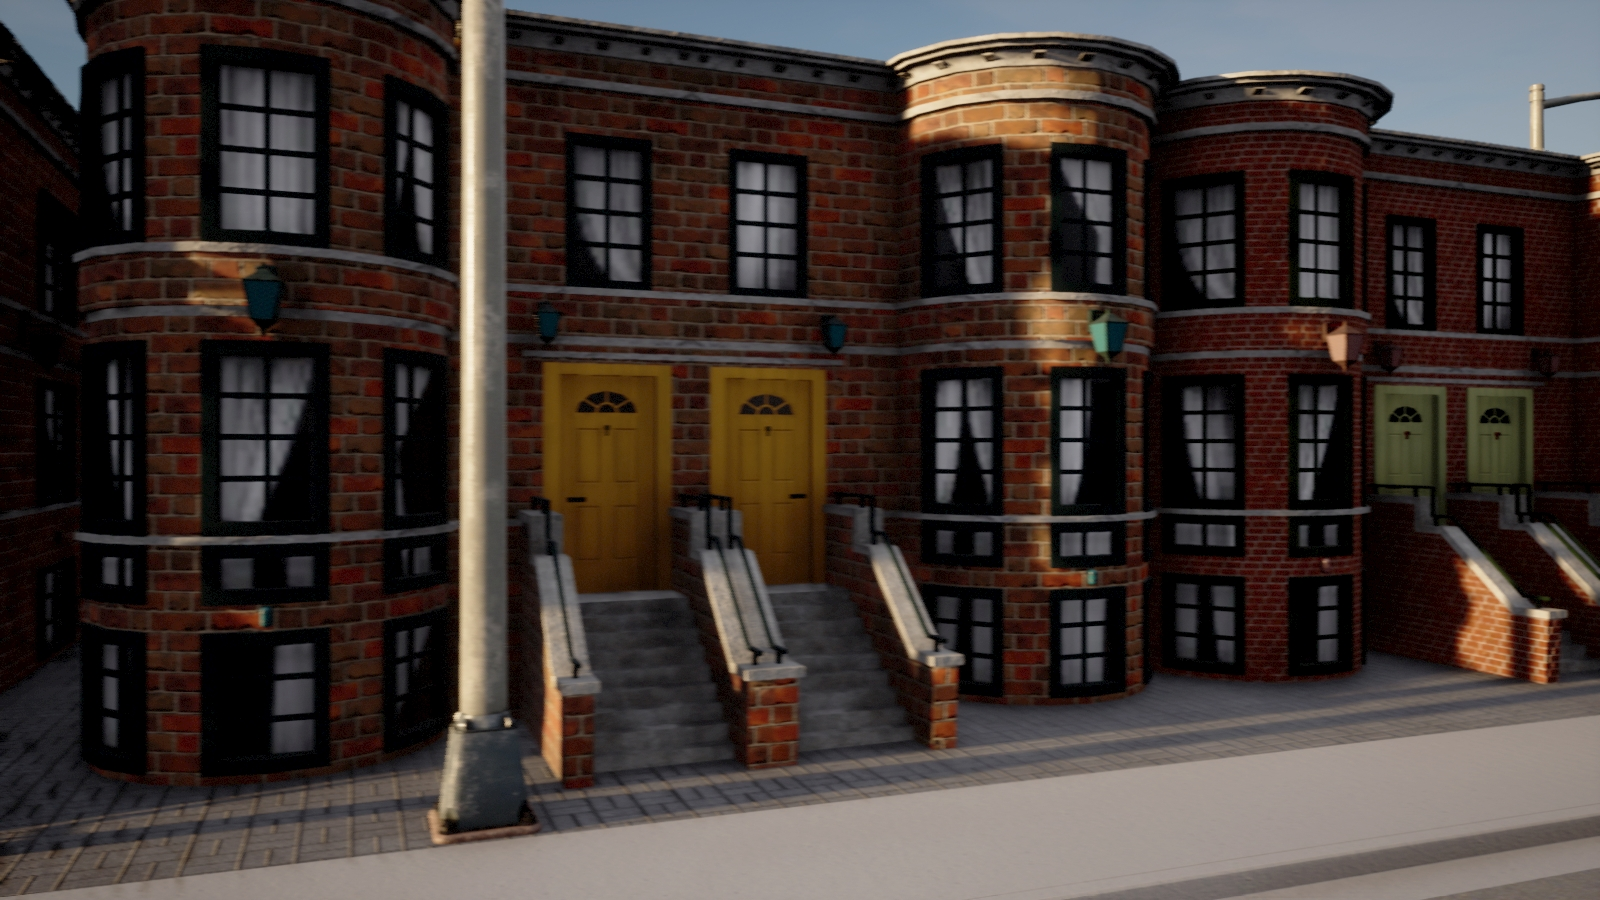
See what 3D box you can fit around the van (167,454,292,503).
[{"bbox_3d":[-31.151,1.534,62.572,5.915,2.561,1.988,0,0,-20],"label":"van"}]
